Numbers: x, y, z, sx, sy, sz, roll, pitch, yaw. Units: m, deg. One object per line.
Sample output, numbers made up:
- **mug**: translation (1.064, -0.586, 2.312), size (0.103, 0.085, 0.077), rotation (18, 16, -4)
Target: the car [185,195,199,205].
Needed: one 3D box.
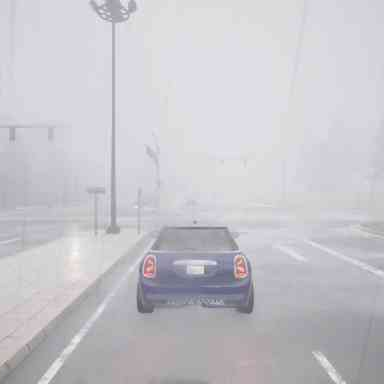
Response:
- **car**: translation (-0.157, 1.525, 54.623), size (1.812, 1.442, 4.674), rotation (0, 0, -1)

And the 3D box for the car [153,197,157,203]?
- **car**: translation (-8.363, 1.547, 65.596), size (2.033, 1.411, 5.357), rotation (0, 0, 0)

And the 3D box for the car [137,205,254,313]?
- **car**: translation (0.072, 1.352, 7.803), size (2.097, 1.767, 4.553), rotation (0, 0, 0)

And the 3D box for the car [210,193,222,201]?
- **car**: translation (6.363, 1.214, 84.913), size (2.150, 2.045, 5.566), rotation (0, 0, -1)

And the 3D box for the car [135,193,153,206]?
- **car**: translation (-8.265, 1.352, 55.982), size (2.097, 1.767, 4.553), rotation (0, 0, -1)
